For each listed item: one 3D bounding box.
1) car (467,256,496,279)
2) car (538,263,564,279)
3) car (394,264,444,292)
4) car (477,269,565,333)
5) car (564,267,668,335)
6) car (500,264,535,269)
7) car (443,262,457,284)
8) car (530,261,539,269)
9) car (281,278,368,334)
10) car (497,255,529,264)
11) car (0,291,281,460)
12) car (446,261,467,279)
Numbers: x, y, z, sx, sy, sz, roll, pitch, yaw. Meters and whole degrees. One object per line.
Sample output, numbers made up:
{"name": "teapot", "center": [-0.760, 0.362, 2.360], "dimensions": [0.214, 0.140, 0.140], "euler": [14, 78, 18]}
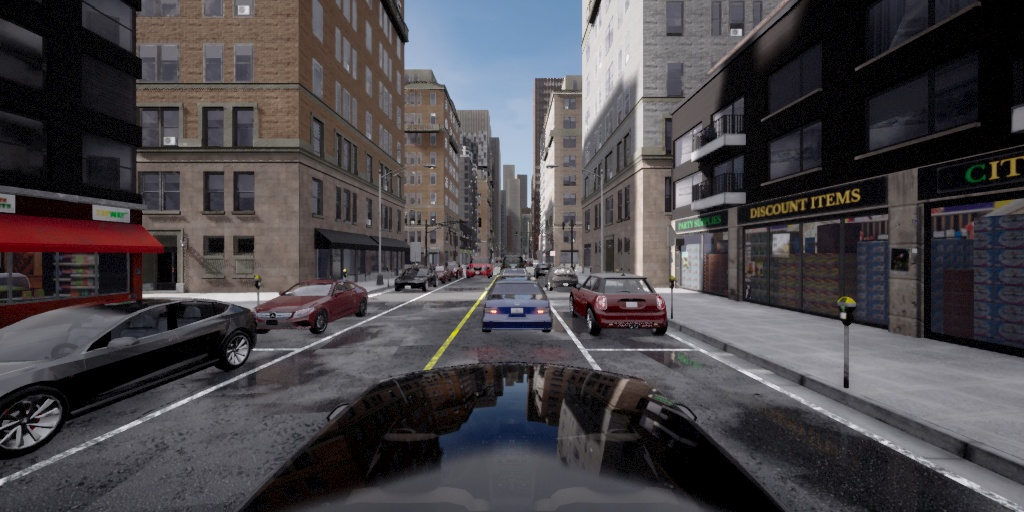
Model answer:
{"name": "car", "center": [-2.926, 1.065, 33.284], "dimensions": [2.150, 2.045, 5.566], "euler": [0, 0, 0]}
{"name": "car", "center": [2.902, 1.301, 21.523], "dimensions": [2.007, 1.370, 4.403], "euler": [0, 0, 0]}
{"name": "car", "center": [-5.624, 1.317, 21.544], "dimensions": [1.948, 1.339, 4.313], "euler": [0, 0, 0]}
{"name": "car", "center": [0.121, 1.297, 10.736], "dimensions": [2.033, 1.411, 5.357], "euler": [0, 0, 0]}
{"name": "car", "center": [2.875, 1.190, 10.520], "dimensions": [1.967, 1.591, 4.097], "euler": [0, 0, 0]}
{"name": "car", "center": [0.145, 1.352, 21.241], "dimensions": [1.895, 1.301, 4.718], "euler": [0, 0, 0]}
{"name": "car", "center": [-5.610, 1.334, 27.045], "dimensions": [1.802, 1.307, 4.207], "euler": [0, 0, 0]}
{"name": "car", "center": [2.929, 1.319, 32.526], "dimensions": [1.948, 1.339, 4.313], "euler": [0, 0, 0]}
{"name": "car", "center": [-5.650, 1.332, 10.542], "dimensions": [1.802, 1.307, 4.207], "euler": [0, 0, 0]}
{"name": "car", "center": [0.078, 0.975, 31.273], "dimensions": [2.150, 2.045, 5.566], "euler": [0, 0, -1]}
{"name": "car", "center": [-5.664, 1.316, 5.040], "dimensions": [1.948, 1.339, 4.313], "euler": [0, 0, 0]}
{"name": "car", "center": [-5.597, 1.193, 32.547], "dimensions": [1.967, 1.591, 4.097], "euler": [0, 0, 0]}
